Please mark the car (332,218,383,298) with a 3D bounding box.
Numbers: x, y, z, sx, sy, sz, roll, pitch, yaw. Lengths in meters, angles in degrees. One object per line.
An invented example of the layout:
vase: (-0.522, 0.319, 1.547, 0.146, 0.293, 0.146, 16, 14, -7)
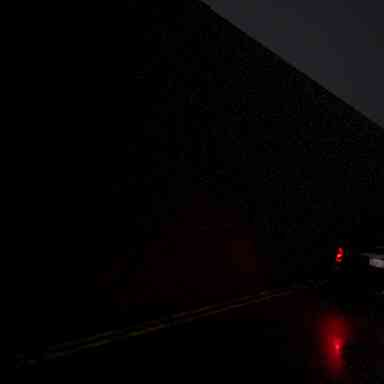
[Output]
car: (5.175, 1.320, 7.403, 4.553, 1.767, 2.097, 0, 0, -35)
